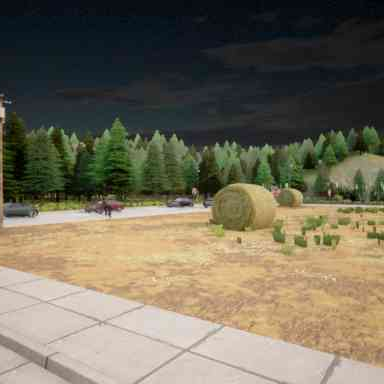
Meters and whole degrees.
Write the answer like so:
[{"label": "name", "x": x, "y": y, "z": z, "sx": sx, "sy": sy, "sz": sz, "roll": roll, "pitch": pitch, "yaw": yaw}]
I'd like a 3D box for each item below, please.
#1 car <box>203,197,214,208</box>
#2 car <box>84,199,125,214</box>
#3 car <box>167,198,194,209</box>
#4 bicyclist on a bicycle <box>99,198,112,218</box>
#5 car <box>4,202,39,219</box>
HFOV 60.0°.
[{"label": "car", "x": 3.480, "y": 1.518, "z": 47.815, "sx": 2.128, "sy": 1.511, "sz": 4.902, "roll": 0, "pitch": 0, "yaw": 37}, {"label": "car", "x": -9.482, "y": 1.553, "z": 36.373, "sx": 1.812, "sy": 1.442, "sz": 4.674, "roll": 0, "pitch": 0, "yaw": 37}, {"label": "car", "x": -1.599, "y": 1.553, "z": 47.016, "sx": 1.812, "sy": 1.442, "sz": 4.674, "roll": 0, "pitch": 0, "yaw": 37}, {"label": "bicyclist on a bicycle", "x": -7.068, "y": 1.327, "z": 27.067, "sx": 1.656, "sy": 1.620, "sz": 0.582, "roll": 0, "pitch": 0, "yaw": 36}, {"label": "car", "x": -15.400, "y": 1.591, "z": 28.384, "sx": 1.994, "sy": 1.385, "sz": 4.181, "roll": 0, "pitch": 0, "yaw": 36}]
